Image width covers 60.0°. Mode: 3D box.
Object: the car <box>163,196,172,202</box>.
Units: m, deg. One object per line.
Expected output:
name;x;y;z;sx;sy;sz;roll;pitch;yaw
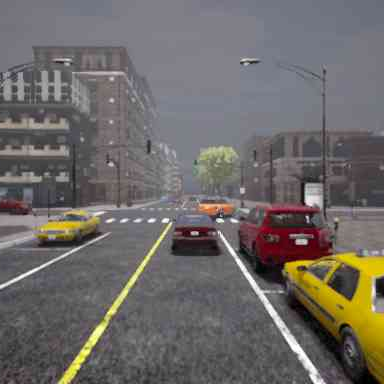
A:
car;-5.697;1.606;76.835;1.802;1.307;4.206;0;0;0

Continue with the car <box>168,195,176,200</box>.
car;-5.698;1.608;93.925;2.008;1.369;4.403;0;0;0

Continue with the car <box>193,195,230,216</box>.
car;2.249;1.335;29.332;2.097;1.767;4.553;0;0;27

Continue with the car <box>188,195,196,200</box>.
car;-0.006;1.516;91.236;1.994;1.385;4.181;0;0;0

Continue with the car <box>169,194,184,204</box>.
car;-3.011;1.535;65.983;1.812;1.442;4.674;0;0;0

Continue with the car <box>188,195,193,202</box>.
car;-0.005;1.547;80.812;2.128;1.511;4.902;0;0;0

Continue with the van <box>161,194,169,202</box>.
van;-5.697;1.357;71.138;1.690;1.788;3.998;0;0;0

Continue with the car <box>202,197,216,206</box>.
car;2.686;1.549;54.047;2.008;1.369;4.403;0;0;0

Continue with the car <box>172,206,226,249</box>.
car;0.099;1.539;14.513;2.033;1.411;5.357;0;0;0

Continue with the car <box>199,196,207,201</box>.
car;2.683;1.585;82.531;2.008;1.369;4.403;0;0;0

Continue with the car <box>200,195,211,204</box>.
car;2.684;1.450;65.440;1.967;1.590;4.097;0;0;0

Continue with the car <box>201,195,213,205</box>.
car;2.685;1.444;59.744;1.967;1.590;4.097;0;0;0

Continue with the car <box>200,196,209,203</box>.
car;2.684;1.598;71.138;1.802;1.307;4.206;0;0;0

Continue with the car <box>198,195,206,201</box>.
car;2.682;1.485;88.228;1.967;1.590;4.097;0;0;0

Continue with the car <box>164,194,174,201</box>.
car;-5.698;1.349;82.532;2.192;1.841;5.009;0;0;0

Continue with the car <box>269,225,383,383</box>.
car;2.690;1.523;5.186;1.752;1.417;4.829;0;0;0

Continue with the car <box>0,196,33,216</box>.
car;-17.275;1.245;30.328;5.009;1.841;2.192;0;0;0

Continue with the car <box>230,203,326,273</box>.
car;2.690;1.309;10.556;2.192;1.841;5.009;0;0;0

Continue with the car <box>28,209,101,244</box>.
car;-5.692;1.515;15.926;1.752;1.417;4.829;0;0;0

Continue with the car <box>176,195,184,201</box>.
car;-3.005;1.533;82.321;1.812;1.442;4.674;0;0;0
